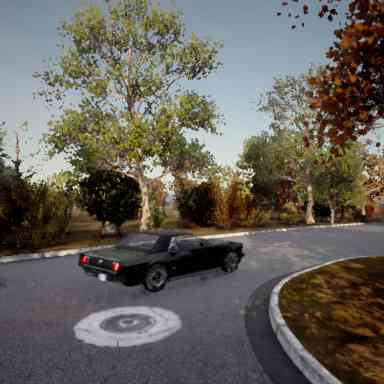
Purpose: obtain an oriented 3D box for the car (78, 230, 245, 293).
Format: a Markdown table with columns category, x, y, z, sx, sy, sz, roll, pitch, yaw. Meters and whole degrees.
| category | x | y | z | sx | sy | sz | roll | pitch | yaw |
| --- | --- | --- | --- | --- | --- | --- | --- | --- | --- |
| car | -0.533 | 1.720 | 9.217 | 1.895 | 1.301 | 4.718 | -2 | -3 | 43 |
